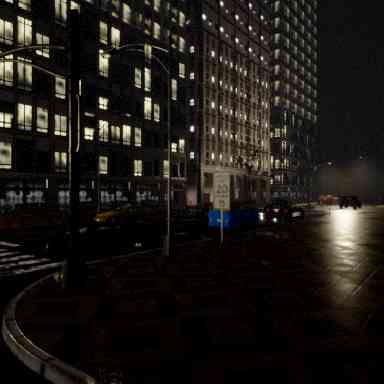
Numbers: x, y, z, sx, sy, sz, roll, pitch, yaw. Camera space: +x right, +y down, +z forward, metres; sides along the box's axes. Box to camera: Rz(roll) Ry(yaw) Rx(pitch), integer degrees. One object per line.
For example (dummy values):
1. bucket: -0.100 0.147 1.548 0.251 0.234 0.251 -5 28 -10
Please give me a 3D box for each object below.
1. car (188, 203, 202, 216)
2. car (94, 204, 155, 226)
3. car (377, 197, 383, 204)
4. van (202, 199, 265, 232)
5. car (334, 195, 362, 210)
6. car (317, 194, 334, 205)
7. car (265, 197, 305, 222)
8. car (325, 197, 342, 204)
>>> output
1. car: 1.362 1.603 31.689 1.802 1.307 4.206 0 0 38
2. car: -4.751 1.540 23.971 1.752 1.417 4.829 0 0 38
3. car: 38.174 1.658 66.534 1.947 1.339 4.313 0 0 38
4. van: 2.636 1.368 20.252 1.690 1.788 3.998 0 0 38
5. car: 21.191 1.368 44.503 2.192 1.841 5.009 0 0 38
6. car: 25.141 1.380 62.535 2.192 1.841 5.009 0 0 38
7. car: 7.603 1.472 26.877 1.967 1.590 4.097 0 0 38
8. car: 28.538 1.624 66.940 2.008 1.369 4.403 0 0 38
